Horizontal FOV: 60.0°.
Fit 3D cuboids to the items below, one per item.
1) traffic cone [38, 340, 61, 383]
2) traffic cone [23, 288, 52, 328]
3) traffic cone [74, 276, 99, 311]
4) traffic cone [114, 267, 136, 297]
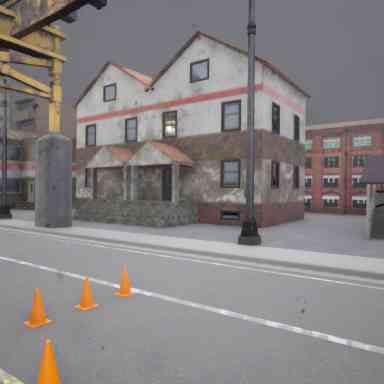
[{"bbox_3d":[-1.603,1.952,3.713,0.340,0.580,0.340,0,0,36],"label":"traffic cone"},{"bbox_3d":[-2.642,1.949,5.694,0.340,0.580,0.340,0,0,36],"label":"traffic cone"},{"bbox_3d":[-2.057,1.949,6.505,0.340,0.580,0.340,0,0,36],"label":"traffic cone"},{"bbox_3d":[-1.473,1.949,7.316,0.340,0.580,0.340,0,0,36],"label":"traffic cone"}]
